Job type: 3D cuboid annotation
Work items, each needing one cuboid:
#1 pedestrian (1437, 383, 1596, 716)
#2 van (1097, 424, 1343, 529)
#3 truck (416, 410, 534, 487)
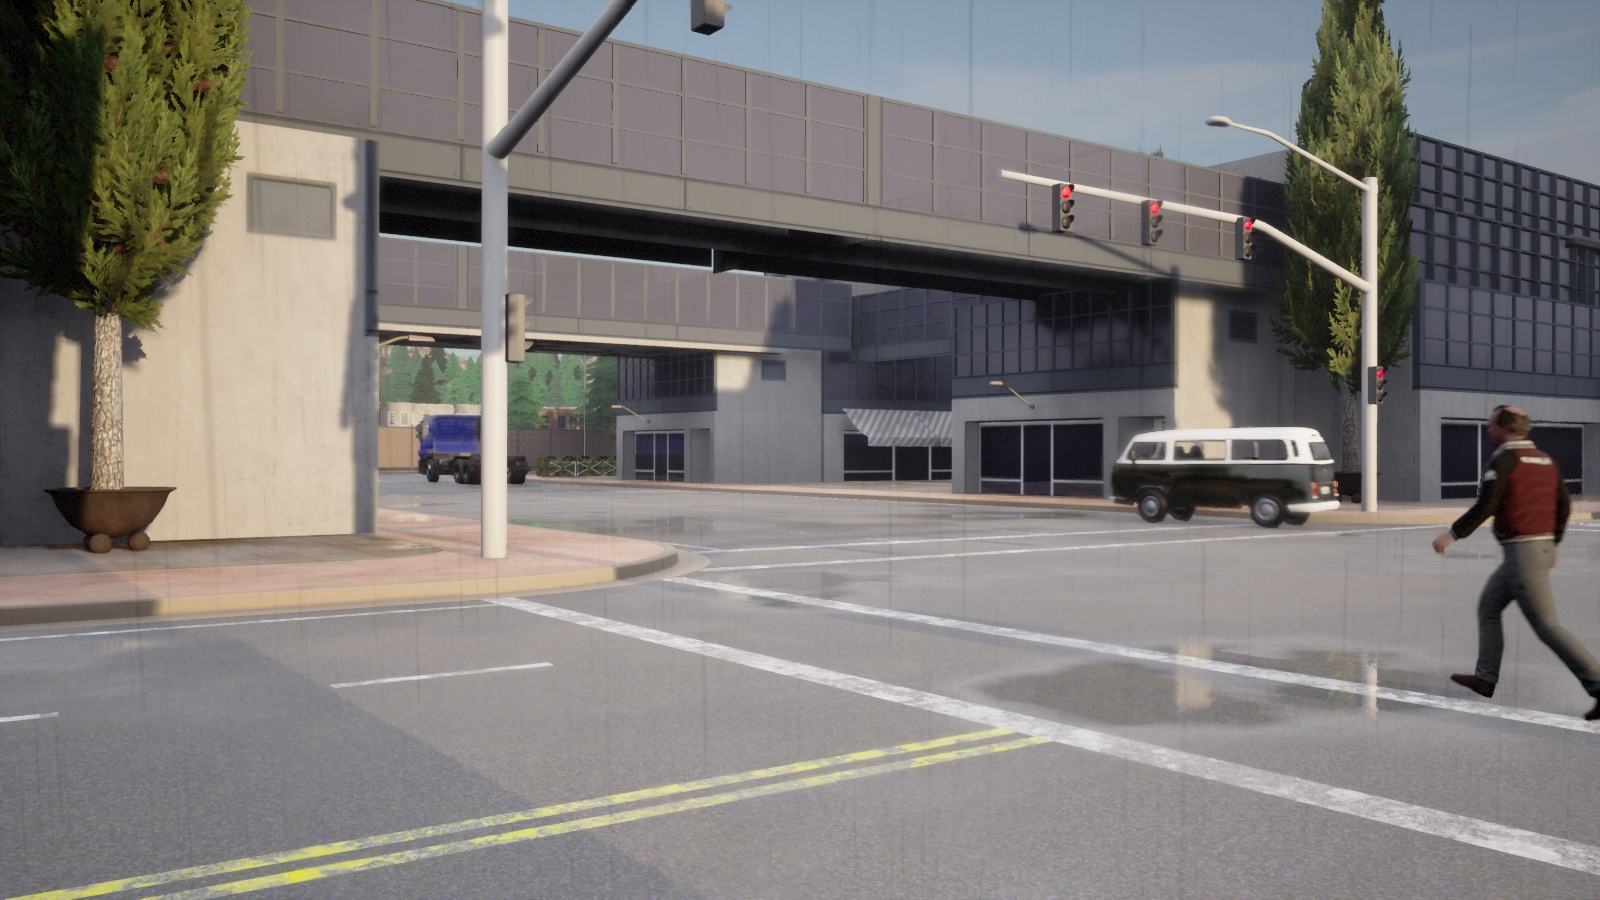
[{"bbox_3d":[4.216,0.556,7.410,0.376,1.854,0.720,0,0,-34],"label":"pedestrian"},{"bbox_3d":[8.853,0.514,26.648,4.480,2.038,2.069,0,0,41],"label":"van"},{"bbox_3d":[-15.911,-0.054,60.983,2.891,3.462,7.936,0,0,-36],"label":"truck"}]
